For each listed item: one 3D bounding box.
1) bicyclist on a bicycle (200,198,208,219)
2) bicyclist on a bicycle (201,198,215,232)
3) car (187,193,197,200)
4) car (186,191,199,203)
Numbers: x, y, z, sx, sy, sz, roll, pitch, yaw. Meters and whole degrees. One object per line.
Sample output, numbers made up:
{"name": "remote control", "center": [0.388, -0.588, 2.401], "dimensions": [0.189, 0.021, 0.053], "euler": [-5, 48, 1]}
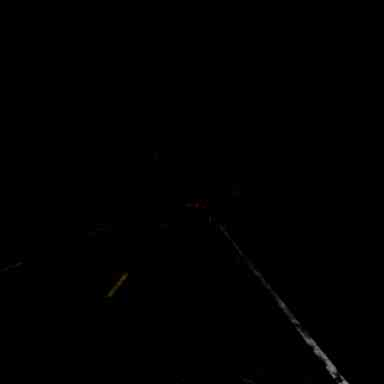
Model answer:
{"name": "bicyclist on a bicycle", "center": [0.975, 1.273, 26.694], "dimensions": [0.582, 1.620, 1.656], "euler": [0, 0, 0]}
{"name": "bicyclist on a bicycle", "center": [0.972, 1.251, 18.102], "dimensions": [0.659, 1.776, 1.843], "euler": [0, 1, 0]}
{"name": "car", "center": [0.051, 0.980, 73.671], "dimensions": [2.033, 1.411, 5.357], "euler": [0, 1, 1]}
{"name": "car", "center": [0.121, 1.086, 55.450], "dimensions": [2.128, 1.511, 4.902], "euler": [0, 1, 0]}
